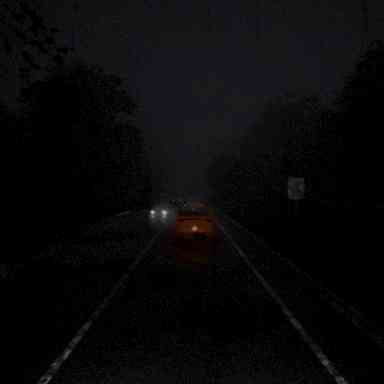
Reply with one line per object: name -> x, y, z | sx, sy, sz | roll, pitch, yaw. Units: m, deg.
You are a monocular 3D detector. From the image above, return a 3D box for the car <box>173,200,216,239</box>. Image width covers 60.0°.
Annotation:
car -> 0.117, 1.382, 16.616 | 1.882, 1.535, 5.008 | 0, 0, 0

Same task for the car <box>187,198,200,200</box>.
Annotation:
car -> 0.138, 1.294, 31.974 | 1.812, 1.442, 4.674 | 0, 1, 0

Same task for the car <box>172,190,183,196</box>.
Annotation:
car -> -3.396, 0.421, 77.817 | 2.150, 2.045, 5.566 | 0, 1, 0

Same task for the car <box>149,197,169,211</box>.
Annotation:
car -> -3.548, 1.259, 37.140 | 2.033, 1.411, 5.357 | 0, 1, 0
